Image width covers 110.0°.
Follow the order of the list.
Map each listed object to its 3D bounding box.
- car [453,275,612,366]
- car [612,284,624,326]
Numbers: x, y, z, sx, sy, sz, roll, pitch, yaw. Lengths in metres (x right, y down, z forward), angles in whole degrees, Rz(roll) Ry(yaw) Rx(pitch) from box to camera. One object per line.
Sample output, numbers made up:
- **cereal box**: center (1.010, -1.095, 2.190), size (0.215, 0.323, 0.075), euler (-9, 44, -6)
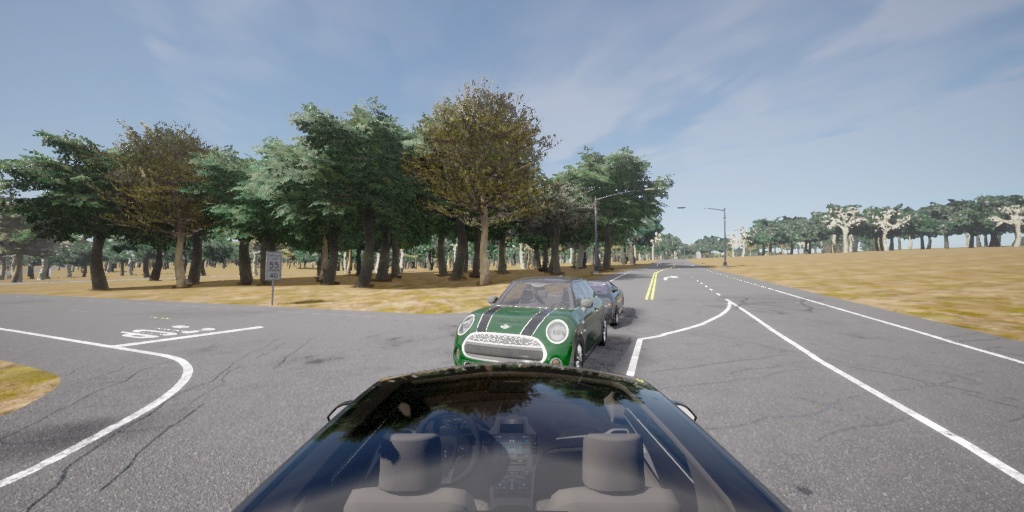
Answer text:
- **car**: center (0.668, 1.223, 7.497), size (2.097, 1.767, 4.553), euler (-1, -2, 22)
- **car**: center (2.884, 1.555, 12.933), size (1.994, 1.385, 4.181), euler (-2, 0, 22)
